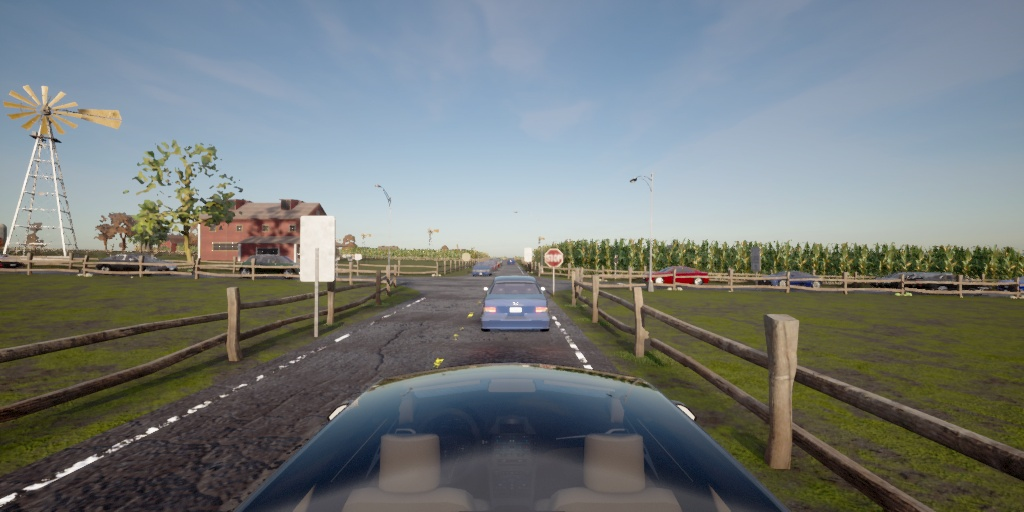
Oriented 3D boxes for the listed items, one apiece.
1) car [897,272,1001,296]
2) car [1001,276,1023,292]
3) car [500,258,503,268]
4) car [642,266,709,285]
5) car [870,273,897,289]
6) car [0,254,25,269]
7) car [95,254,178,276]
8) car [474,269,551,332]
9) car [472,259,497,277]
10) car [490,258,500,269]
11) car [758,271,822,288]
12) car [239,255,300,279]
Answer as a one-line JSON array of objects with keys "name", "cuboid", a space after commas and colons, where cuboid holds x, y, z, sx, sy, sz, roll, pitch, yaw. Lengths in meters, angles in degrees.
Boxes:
[{"name": "car", "cuboid": [31.434, 2.004, 25.874, 4.892, 1.490, 1.837, 1, -1, 0]}, {"name": "car", "cuboid": [42.149, 2.257, 28.723, 5.008, 1.535, 1.882, 1, -1, 1]}, {"name": "car", "cuboid": [-2.956, 1.141, 58.483, 2.097, 1.767, 4.553, 0, 0, 0]}, {"name": "car", "cuboid": [13.143, 1.588, 28.930, 5.008, 1.535, 1.882, 1, -1, 0]}, {"name": "car", "cuboid": [31.777, 2.046, 28.816, 4.892, 1.490, 1.837, 1, -1, 0]}, {"name": "car", "cuboid": [-39.020, 0.340, 26.303, 5.008, 1.535, 1.882, 1, -1, 0]}, {"name": "car", "cuboid": [-27.303, 0.623, 26.221, 4.902, 1.511, 2.128, 1, -1, 0]}, {"name": "car", "cuboid": [0.081, 1.300, 10.851, 2.033, 1.411, 5.357, 0, 0, 0]}, {"name": "car", "cuboid": [-2.926, 1.313, 36.275, 2.033, 1.411, 5.357, 0, 0, 0]}, {"name": "car", "cuboid": [-2.949, 1.303, 48.229, 1.812, 1.442, 4.674, 0, 0, 0]}, {"name": "car", "cuboid": [22.344, 1.888, 28.885, 4.181, 1.385, 1.994, 1, -1, 0]}, {"name": "car", "cuboid": [-17.094, 0.721, 26.162, 4.553, 1.767, 2.097, 1, -1, 0]}]
